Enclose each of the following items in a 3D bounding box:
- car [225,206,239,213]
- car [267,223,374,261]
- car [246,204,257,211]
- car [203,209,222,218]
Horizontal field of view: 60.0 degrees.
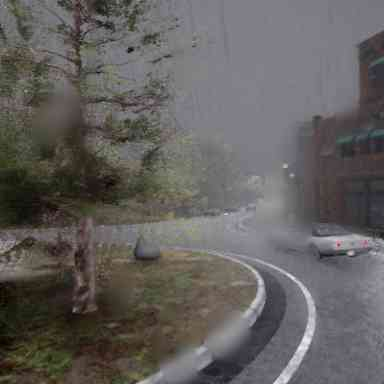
[{"bbox_3d":[7.839,3.400,65.198,1.895,1.301,4.718,-1,-1,18],"label":"car"},{"bbox_3d":[5.013,1.962,13.922,1.895,1.301,4.718,-1,-2,-16],"label":"car"},{"bbox_3d":[12.264,3.232,68.442,1.812,1.442,4.674,-1,-1,18],"label":"car"},{"bbox_3d":[3.134,3.146,50.037,1.895,1.301,4.718,-1,-1,17],"label":"car"}]
